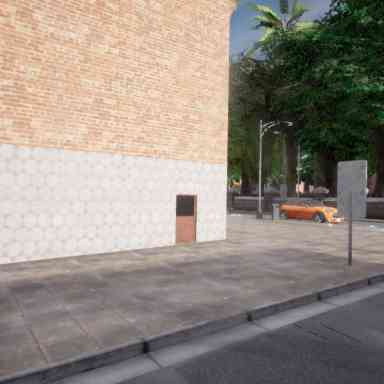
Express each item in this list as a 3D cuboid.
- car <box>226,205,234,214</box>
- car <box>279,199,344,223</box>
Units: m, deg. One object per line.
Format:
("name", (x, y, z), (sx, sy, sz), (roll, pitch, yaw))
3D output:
("car", (1.975, 1.532, 34.299), (2.033, 1.411, 5.357), (2, -1, -35))
("car", (8.755, 1.344, 24.606), (2.097, 1.767, 4.553), (2, -1, -35))
